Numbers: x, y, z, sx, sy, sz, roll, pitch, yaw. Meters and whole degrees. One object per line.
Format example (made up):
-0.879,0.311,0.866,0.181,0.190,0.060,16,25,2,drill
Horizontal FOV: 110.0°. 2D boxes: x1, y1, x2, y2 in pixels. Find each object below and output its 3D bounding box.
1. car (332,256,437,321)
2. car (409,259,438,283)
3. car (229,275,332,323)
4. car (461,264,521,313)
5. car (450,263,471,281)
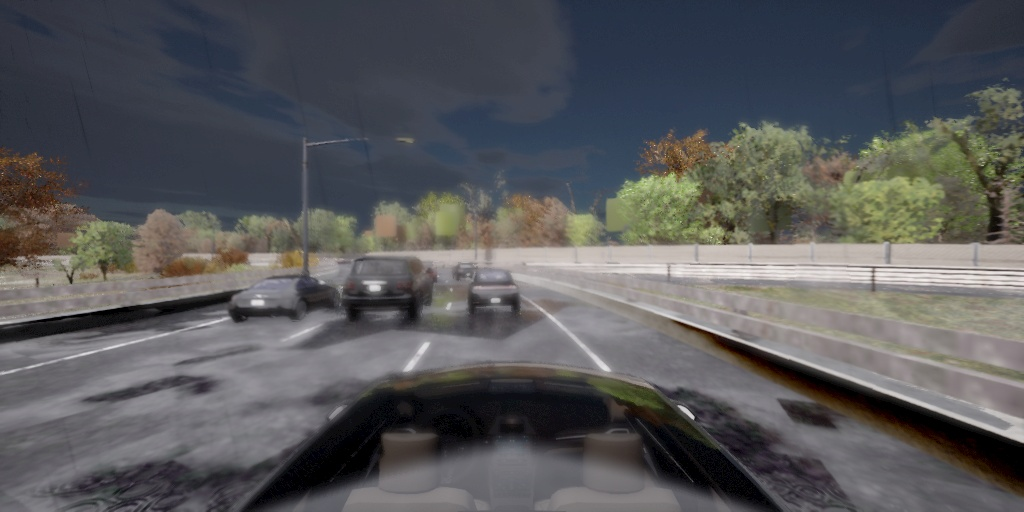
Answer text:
-4.158,1.004,12.865,2.150,2.045,5.566,0,0,-6,car
-7.229,1.163,29.201,2.097,1.767,4.553,0,0,-15,car
-7.658,1.360,12.526,1.994,1.385,4.181,0,0,-6,car
-0.815,1.258,14.212,2.128,1.511,4.902,0,0,-7,car
-4.112,1.325,31.114,1.812,1.442,4.674,0,0,-15,car
